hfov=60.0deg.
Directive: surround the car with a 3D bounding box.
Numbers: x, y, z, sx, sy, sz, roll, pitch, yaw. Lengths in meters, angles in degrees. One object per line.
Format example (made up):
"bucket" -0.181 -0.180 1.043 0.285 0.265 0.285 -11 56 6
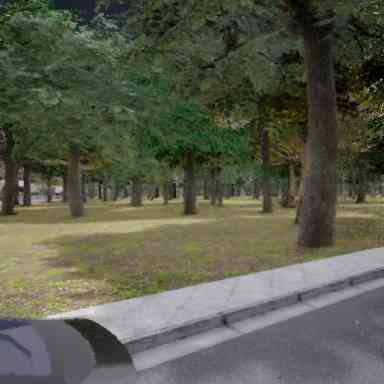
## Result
"car" -2.519 1.499 1.270 4.902 1.511 2.128 0 0 -35
